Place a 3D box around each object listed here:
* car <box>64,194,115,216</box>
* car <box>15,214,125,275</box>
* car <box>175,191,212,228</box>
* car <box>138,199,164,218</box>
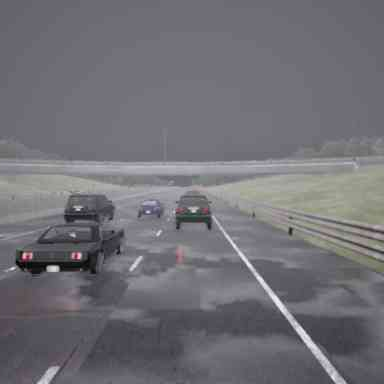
[{"bbox_3d":[-6.893,1.109,22.876,2.150,2.045,5.566,0,1,0],"label":"car"},{"bbox_3d":[-3.402,1.589,10.380,1.895,1.301,4.718,0,0,0],"label":"car"},{"bbox_3d":[0.096,1.128,21.355,2.150,2.045,5.566,0,1,0],"label":"car"},{"bbox_3d":[-3.405,1.330,28.104,1.812,1.442,4.674,0,1,0],"label":"car"}]
